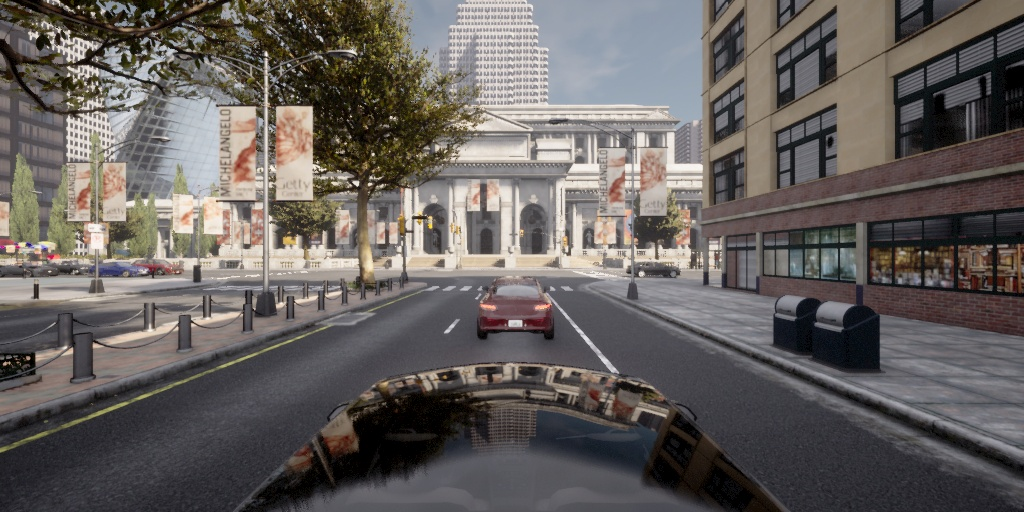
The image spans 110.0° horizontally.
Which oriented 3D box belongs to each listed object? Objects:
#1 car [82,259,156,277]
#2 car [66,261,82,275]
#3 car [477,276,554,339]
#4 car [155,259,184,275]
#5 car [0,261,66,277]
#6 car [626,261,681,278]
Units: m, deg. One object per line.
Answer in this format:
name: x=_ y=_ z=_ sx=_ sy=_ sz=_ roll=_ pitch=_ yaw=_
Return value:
car: x=-37.344 y=1.276 z=34.152 sx=4.674 sy=1.442 sz=1.812 roll=0 pitch=0 yaw=0
car: x=-46.267 y=1.241 z=37.684 sx=4.902 sy=1.511 sz=2.128 roll=0 pitch=0 yaw=0
car: x=0.111 y=1.276 z=9.959 sx=1.812 sy=1.442 sz=4.674 roll=0 pitch=0 yaw=1
car: x=-37.312 y=1.102 z=37.647 sx=4.553 sy=1.767 sz=2.097 roll=0 pitch=0 yaw=0
car: x=-46.104 y=1.314 z=34.177 sx=4.181 sy=1.385 sz=1.994 roll=0 pitch=0 yaw=-1
car: x=13.251 y=1.255 z=33.615 sx=4.892 sy=1.490 sz=1.837 roll=0 pitch=0 yaw=1
